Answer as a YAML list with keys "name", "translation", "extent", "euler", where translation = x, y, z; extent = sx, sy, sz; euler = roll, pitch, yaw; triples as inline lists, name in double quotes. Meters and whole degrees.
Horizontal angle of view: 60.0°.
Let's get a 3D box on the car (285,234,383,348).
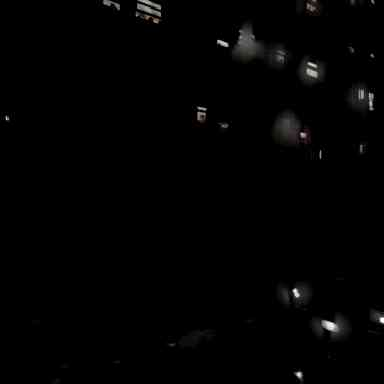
- name: "car"
  translation: [4.159, 1.547, 6.351]
  extent: [5.357, 1.411, 2.033]
  euler: [0, 0, -36]
